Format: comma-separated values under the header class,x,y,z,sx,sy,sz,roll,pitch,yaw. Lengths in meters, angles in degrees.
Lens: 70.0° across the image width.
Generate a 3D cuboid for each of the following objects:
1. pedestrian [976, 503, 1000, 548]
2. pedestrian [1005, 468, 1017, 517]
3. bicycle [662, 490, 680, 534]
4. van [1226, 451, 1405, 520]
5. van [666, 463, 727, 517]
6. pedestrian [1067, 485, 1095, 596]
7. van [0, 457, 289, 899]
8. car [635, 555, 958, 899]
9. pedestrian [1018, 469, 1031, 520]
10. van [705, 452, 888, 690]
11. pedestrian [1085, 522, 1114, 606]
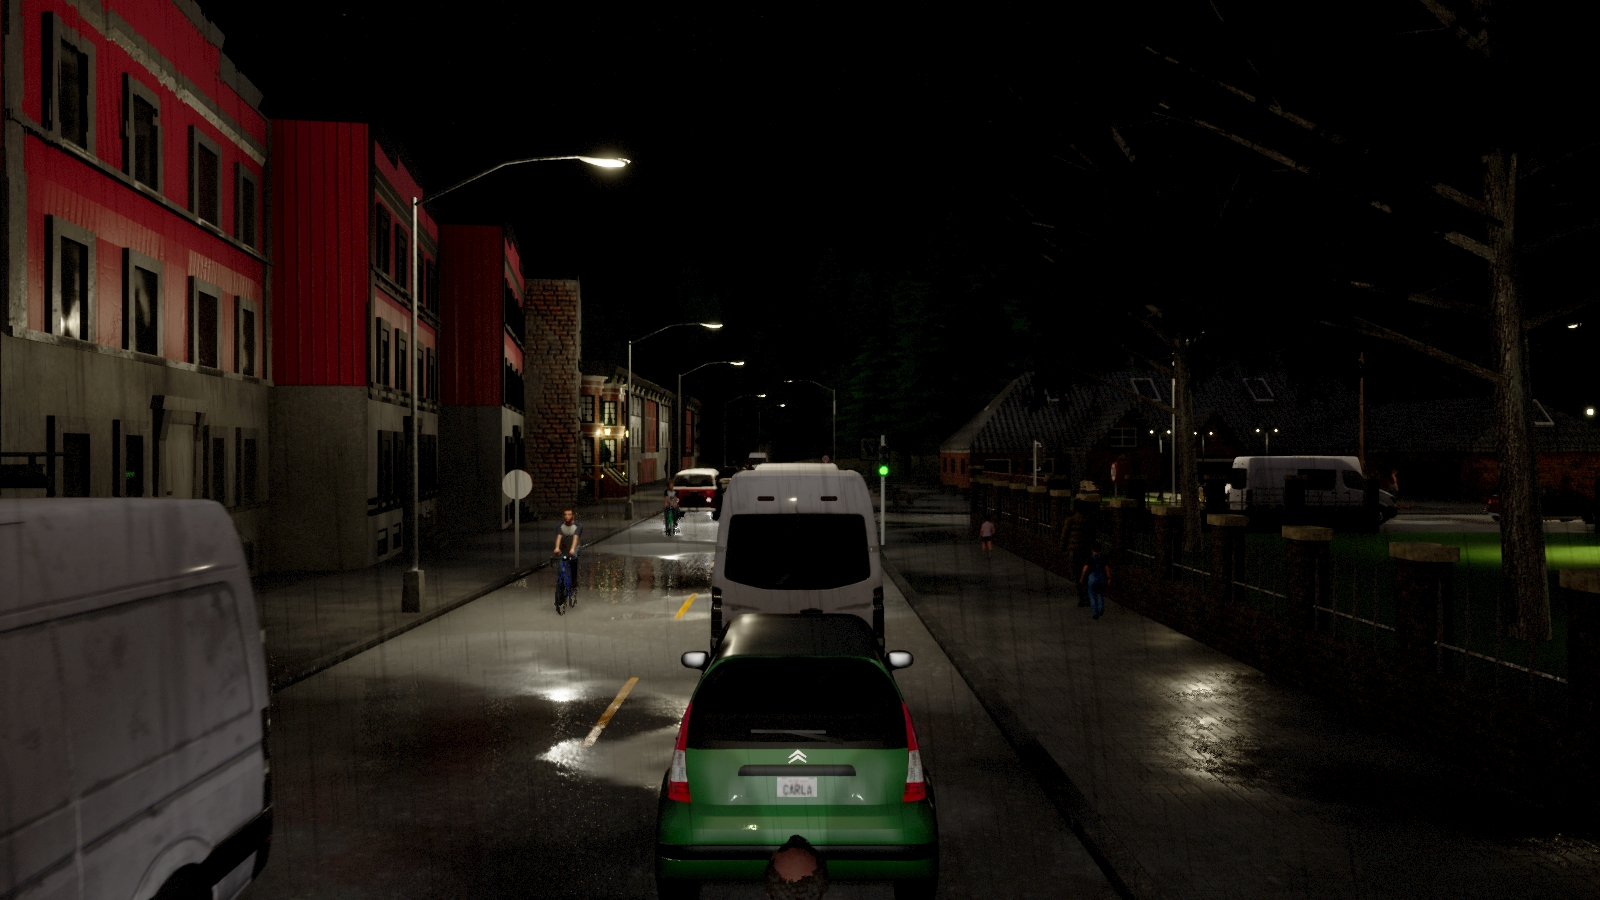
class,x,y,z,sx,sy,sz,roll,pitch,yaw
pedestrian,4.742,1.904,28.829,0.500,1.100,0.500,0,0,0
pedestrian,8.059,1.629,43.705,0.375,1.860,0.375,0,0,-5
bicycle,-4.084,1.936,36.201,0.373,1.296,1.643,0,0,0
van,19.581,1.314,43.543,5.915,2.561,1.988,0,0,1
van,-4.106,1.563,46.023,2.069,2.038,4.480,0,0,0
pedestrian,4.751,1.525,19.339,0.375,1.860,0.375,0,0,0
van,-4.022,1.315,3.829,1.988,2.561,5.915,0,0,0
car,-0.023,1.779,8.527,1.851,1.617,3.988,0,0,0
pedestrian,8.297,1.629,42.198,0.375,1.860,0.375,0,0,-3
van,-0.048,1.314,15.312,1.988,2.561,5.915,0,0,0
pedestrian,4.763,1.805,18.173,0.375,1.300,0.375,0,0,1
